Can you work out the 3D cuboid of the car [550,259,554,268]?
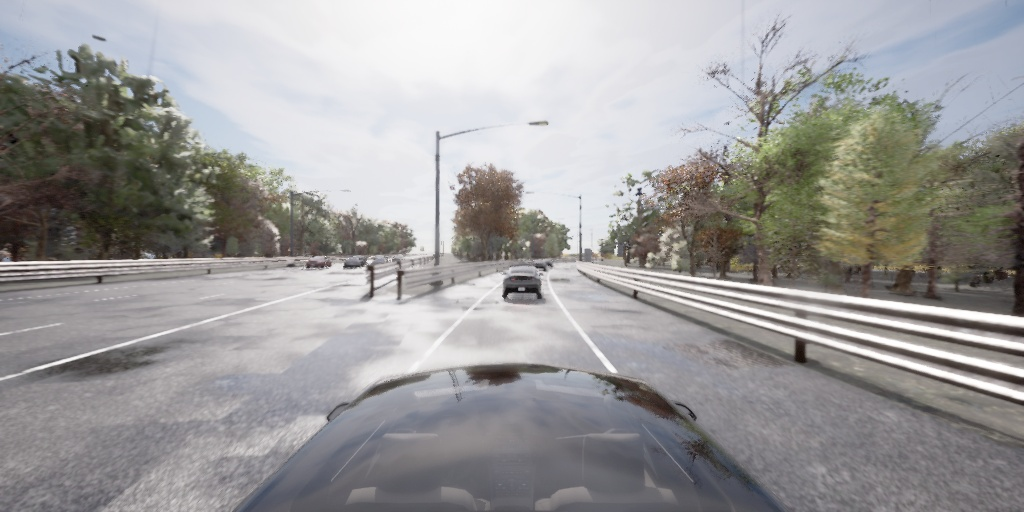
[{"bbox_3d":[6.372,1.307,64.698,1.837,1.490,4.892,0,0,12],"label":"car"}]

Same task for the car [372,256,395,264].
[{"bbox_3d":[-16.867,0.918,46.529,1.994,1.385,4.181,0,0,-10],"label":"car"}]

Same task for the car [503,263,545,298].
[{"bbox_3d":[0.570,1.270,18.610,1.837,1.490,4.892,0,0,3],"label":"car"}]

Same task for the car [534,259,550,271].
[{"bbox_3d":[3.848,1.301,49.817,1.837,1.490,4.892,0,0,9],"label":"car"}]

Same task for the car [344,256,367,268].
[{"bbox_3d":[-20.489,0.892,46.875,1.994,1.385,4.181,0,0,-10],"label":"car"}]

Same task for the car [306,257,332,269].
[{"bbox_3d":[-23.480,0.849,43.757,1.812,1.442,4.674,0,0,-10],"label":"car"}]
